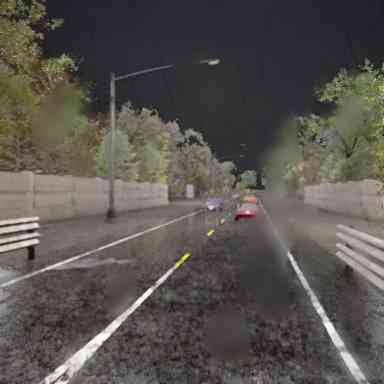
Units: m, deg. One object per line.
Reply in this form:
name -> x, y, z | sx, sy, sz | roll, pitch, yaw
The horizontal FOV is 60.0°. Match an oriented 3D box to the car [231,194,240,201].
car -> 9.838, 1.181, 75.462 | 2.128, 1.511, 4.902 | 0, 0, 10

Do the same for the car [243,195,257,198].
car -> 9.231, 1.208, 52.863 | 2.097, 1.767, 4.553 | 0, 0, 10

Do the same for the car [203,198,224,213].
car -> 2.312, 1.377, 35.180 | 2.128, 1.511, 4.902 | 0, 0, 11

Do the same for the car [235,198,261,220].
car -> 4.580, 1.495, 27.071 | 1.994, 1.385, 4.181 | 0, 0, 10
